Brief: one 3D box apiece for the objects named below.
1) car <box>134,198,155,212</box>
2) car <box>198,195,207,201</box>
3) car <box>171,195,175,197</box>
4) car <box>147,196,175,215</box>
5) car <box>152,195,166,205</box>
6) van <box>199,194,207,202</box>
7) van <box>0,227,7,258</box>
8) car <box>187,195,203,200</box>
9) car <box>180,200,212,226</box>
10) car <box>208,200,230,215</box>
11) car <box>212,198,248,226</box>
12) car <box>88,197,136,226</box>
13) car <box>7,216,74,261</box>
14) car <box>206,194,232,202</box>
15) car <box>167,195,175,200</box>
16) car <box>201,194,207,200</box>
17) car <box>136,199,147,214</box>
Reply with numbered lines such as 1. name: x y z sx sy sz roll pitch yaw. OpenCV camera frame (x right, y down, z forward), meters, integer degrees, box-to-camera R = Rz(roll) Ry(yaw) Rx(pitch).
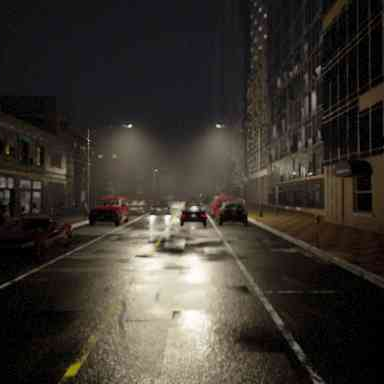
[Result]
1. car: -5.675 1.533 40.385 1.887 1.381 4.507 1 0 0
2. car: 2.674 1.548 85.482 1.947 1.339 4.313 1 0 0
3. car: -5.673 1.548 79.894 1.947 1.339 4.313 1 0 0
4. car: -3.093 1.494 33.701 1.837 1.490 4.892 0 0 0
5. car: -5.672 1.425 57.318 1.967 1.590 4.097 1 0 0
6. van: 2.681 1.323 79.838 1.690 1.788 3.998 1 0 0
7. van: -5.674 1.339 6.522 1.690 1.788 3.998 1 0 0
8. car: 0.095 1.494 40.863 1.837 1.490 4.892 0 0 0
9. car: 0.094 1.540 23.444 2.033 1.411 5.357 0 0 0
10. car: 2.704 1.555 34.685 1.947 1.339 4.313 1 0 0
11. car: 2.705 1.433 23.398 1.967 1.590 4.097 1 0 0
12. car: -5.672 1.308 23.454 2.192 1.841 5.009 1 0 0
13. car: -5.678 1.578 12.166 1.802 1.307 4.206 1 0 0
14. car: 2.707 1.306 29.042 2.192 1.841 5.009 1 0 0
15. car: -5.672 1.507 91.012 1.752 1.417 4.829 1 0 0
16. car: 2.706 1.551 57.261 1.947 1.339 4.313 1 0 0
17. car: -5.676 1.540 34.742 2.008 1.369 4.403 1 0 0
